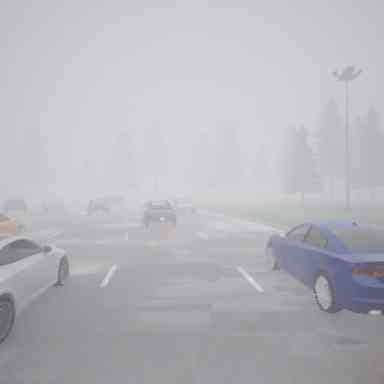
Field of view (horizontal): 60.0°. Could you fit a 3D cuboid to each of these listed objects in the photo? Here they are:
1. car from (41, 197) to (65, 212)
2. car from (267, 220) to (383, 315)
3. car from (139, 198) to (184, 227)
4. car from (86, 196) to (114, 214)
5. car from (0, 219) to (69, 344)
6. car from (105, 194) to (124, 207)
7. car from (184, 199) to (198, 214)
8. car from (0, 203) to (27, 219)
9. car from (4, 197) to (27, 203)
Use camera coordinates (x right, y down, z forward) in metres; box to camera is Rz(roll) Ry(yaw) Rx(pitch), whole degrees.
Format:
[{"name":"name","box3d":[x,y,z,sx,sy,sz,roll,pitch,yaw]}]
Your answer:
[{"name":"car","box3d":[-14.509,1.226,34.854,1.812,1.442,4.674,-1,1,-28]},{"name":"car","box3d":[3.165,1.352,7.433,1.882,1.535,5.008,0,1,-4]},{"name":"car","box3d":[-2.185,1.256,20.811,2.128,1.511,4.902,0,1,-13]},{"name":"car","box3d":[-8.730,1.297,30.774,1.895,1.301,4.718,-1,1,-21]},{"name":"car","box3d":[-3.741,1.484,6.071,1.812,1.442,4.674,0,1,-4]},{"name":"car","box3d":[-10.251,1.060,42.116,1.882,1.535,5.008,1,0,-35]},{"name":"car","box3d":[-1.096,1.234,29.965,1.895,1.301,4.718,-1,1,-18]},{"name":"car","box3d":[-7.892,1.398,12.276,1.882,1.535,5.008,-1,1,-8]},{"name":"car","box3d":[-17.803,1.241,33.558,2.128,1.511,4.902,-1,1,-28]}]
